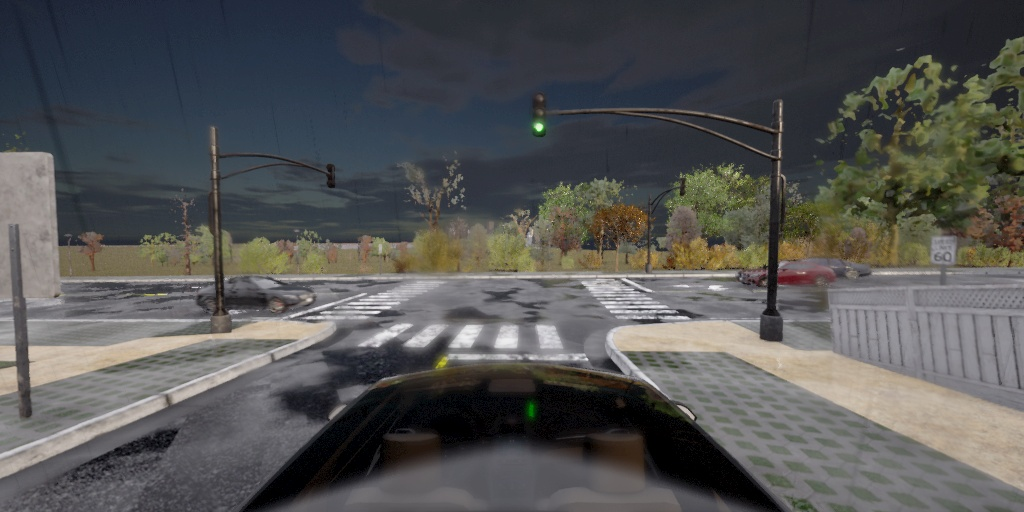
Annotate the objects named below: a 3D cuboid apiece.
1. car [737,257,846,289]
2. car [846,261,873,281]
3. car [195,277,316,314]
[{"bbox_3d":[15.142,0.983,19.908,4.674,1.442,1.812,-1,2,4],"label":"car"},{"bbox_3d":[19.510,0.809,22.848,5.357,1.411,2.033,-1,2,4],"label":"car"},{"bbox_3d":[-10.909,1.623,15.334,4.674,1.442,1.812,-1,2,4],"label":"car"}]
